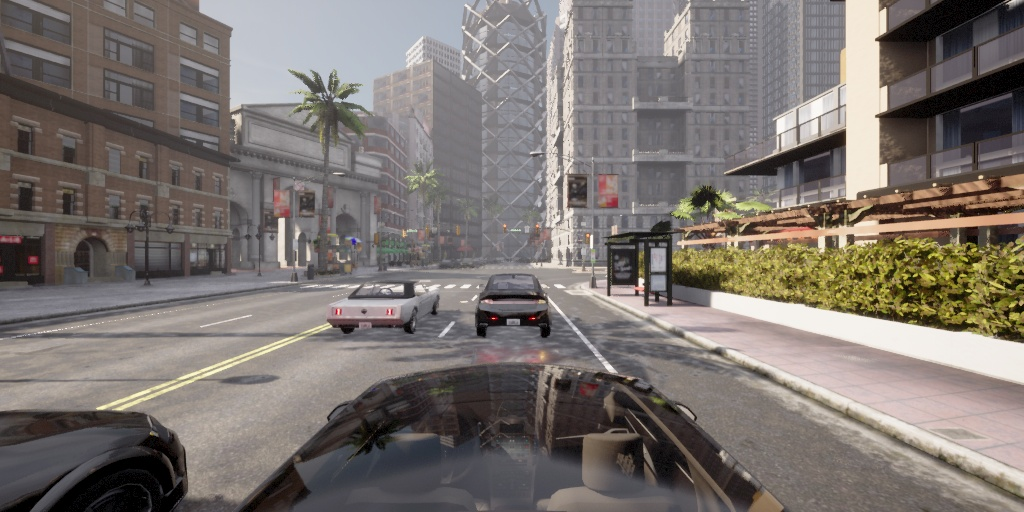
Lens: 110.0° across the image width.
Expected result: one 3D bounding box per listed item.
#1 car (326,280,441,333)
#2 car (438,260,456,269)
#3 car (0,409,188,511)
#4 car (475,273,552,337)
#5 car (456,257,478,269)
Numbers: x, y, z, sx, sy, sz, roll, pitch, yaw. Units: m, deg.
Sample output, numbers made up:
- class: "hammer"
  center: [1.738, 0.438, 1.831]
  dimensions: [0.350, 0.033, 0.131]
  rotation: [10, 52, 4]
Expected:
- class: "car"
  center: [-3.457, 1.351, 10.708]
  dimensions: [1.895, 1.301, 4.718]
  rotation: [0, 0, 0]
- class: "car"
  center: [-10.701, 1.297, 58.900]
  dimensions: [2.033, 1.411, 5.357]
  rotation: [0, 0, 0]
- class: "car"
  center: [-3.392, 1.314, 0.889]
  dimensions: [1.994, 1.385, 4.181]
  rotation: [0, 0, 0]
- class: "car"
  center: [0.042, 1.242, 10.329]
  dimensions: [2.128, 1.511, 4.902]
  rotation: [0, 0, 0]
- class: "car"
  center: [-7.201, 1.101, 57.745]
  dimensions: [2.097, 1.767, 4.553]
  rotation: [0, 0, 0]
